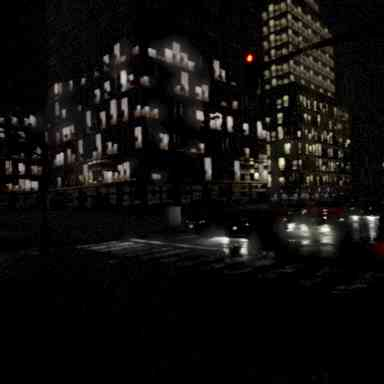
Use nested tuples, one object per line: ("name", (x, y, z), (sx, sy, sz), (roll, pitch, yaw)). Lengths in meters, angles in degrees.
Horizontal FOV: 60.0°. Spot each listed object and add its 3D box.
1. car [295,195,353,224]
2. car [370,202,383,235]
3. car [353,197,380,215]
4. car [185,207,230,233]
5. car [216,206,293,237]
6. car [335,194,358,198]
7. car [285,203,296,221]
("car", (10.292, 1.421, 25.677), (4.553, 1.767, 2.097), (-1, -2, -45))
("car", (11.176, 1.372, 17.169), (4.892, 1.490, 1.837), (-1, -2, -44))
("car", (17.586, 1.492, 32.886), (4.674, 1.442, 1.812), (-1, -2, -45))
("car", (1.682, 1.773, 21.711), (4.902, 1.511, 2.128), (-1, -2, -45))
("car", (3.685, 1.725, 19.118), (4.181, 1.385, 1.994), (-1, -2, -44))
("car", (16.584, 1.293, 36.477), (5.566, 2.045, 2.150), (-1, -2, -44))
("car", (8.978, 1.657, 28.941), (5.008, 1.535, 1.882), (-1, -2, -45))
